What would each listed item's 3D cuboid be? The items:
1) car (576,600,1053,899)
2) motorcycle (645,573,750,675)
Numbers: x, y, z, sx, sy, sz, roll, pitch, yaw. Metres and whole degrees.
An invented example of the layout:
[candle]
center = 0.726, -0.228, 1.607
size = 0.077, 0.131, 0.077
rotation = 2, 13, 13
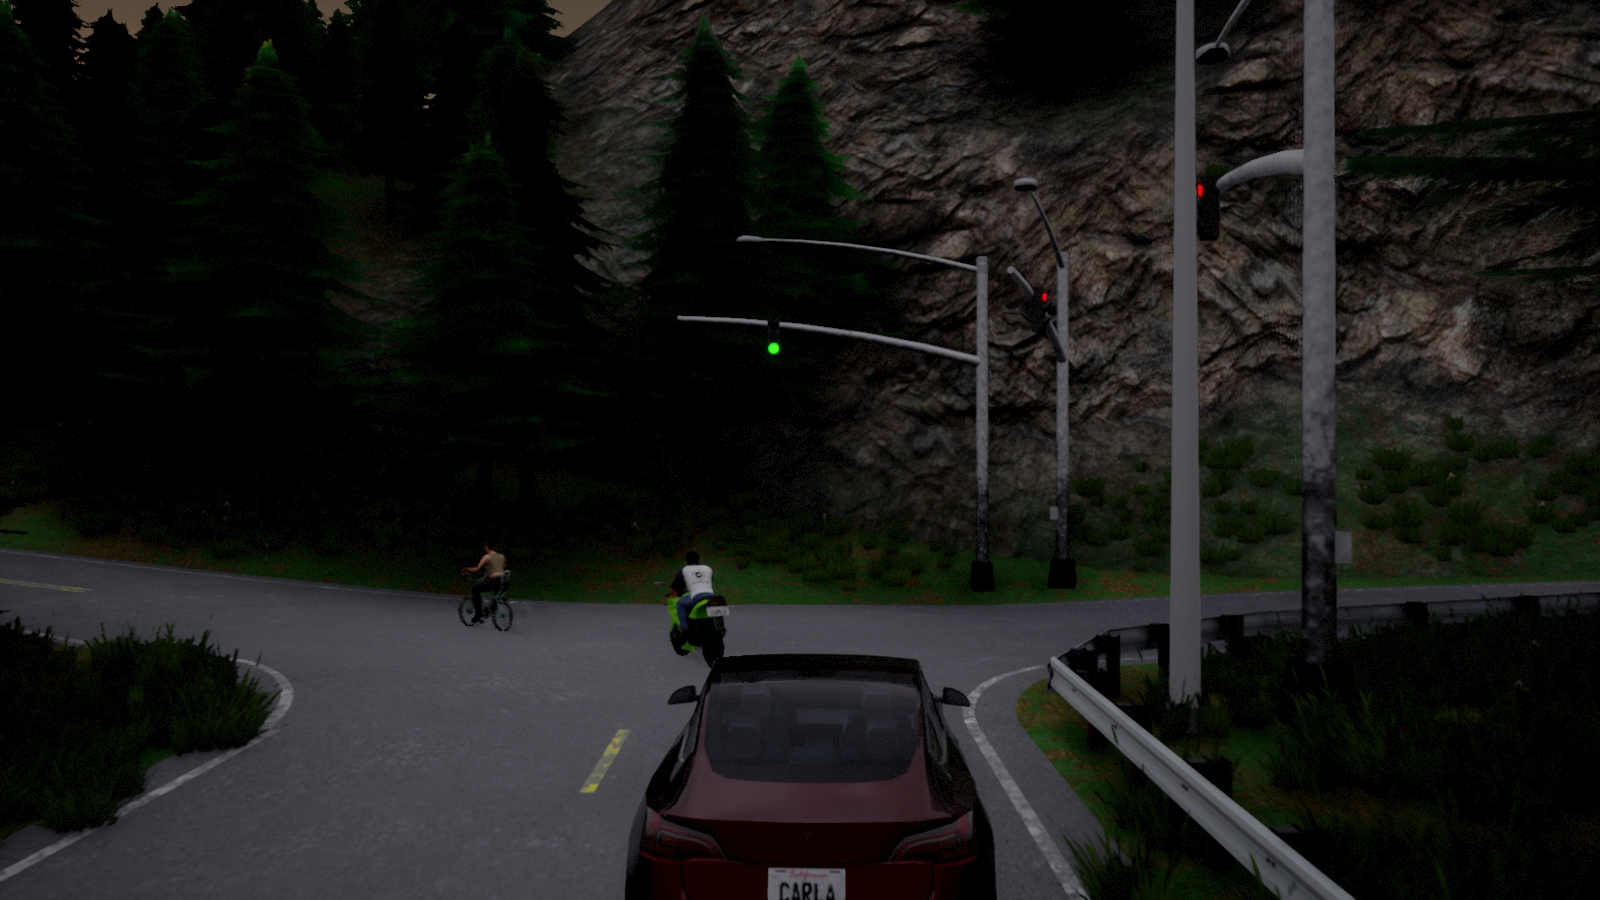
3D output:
[car]
center = 0.140, 2.063, 7.574
size = 2.163, 1.488, 4.792
rotation = 0, 0, 2
[motorcycle]
center = -1.430, 2.315, 15.526
size = 0.803, 1.145, 2.033
rotation = -1, -3, -23
